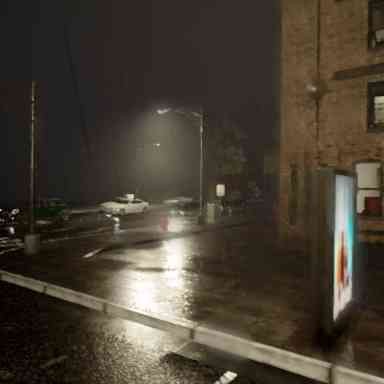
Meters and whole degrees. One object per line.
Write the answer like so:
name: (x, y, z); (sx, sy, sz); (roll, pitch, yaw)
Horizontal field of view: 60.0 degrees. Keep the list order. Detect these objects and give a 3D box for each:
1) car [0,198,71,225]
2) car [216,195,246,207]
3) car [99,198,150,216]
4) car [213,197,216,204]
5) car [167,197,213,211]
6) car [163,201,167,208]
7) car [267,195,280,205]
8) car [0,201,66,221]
car: (-10.973, 1.242, 23.484); (2.097, 1.767, 4.553); (1, 1, 35)
car: (5.749, 1.322, 46.570); (1.895, 1.301, 4.718); (1, 1, 36)
car: (-5.851, 1.362, 30.623); (1.812, 1.442, 4.674); (1, 1, 36)
car: (4.571, 1.193, 50.457); (1.812, 1.442, 4.674); (1, 1, 37)
car: (-0.146, 1.326, 38.501); (2.033, 1.411, 5.357); (1, 1, 35)
car: (-1.525, 1.327, 42.121); (1.895, 1.301, 4.718); (1, 1, 36)
car: (13.178, 1.196, 50.999); (1.882, 1.535, 5.008); (1, 0, 36)
car: (-12.718, 1.440, 26.693); (1.895, 1.301, 4.718); (1, 1, 33)
